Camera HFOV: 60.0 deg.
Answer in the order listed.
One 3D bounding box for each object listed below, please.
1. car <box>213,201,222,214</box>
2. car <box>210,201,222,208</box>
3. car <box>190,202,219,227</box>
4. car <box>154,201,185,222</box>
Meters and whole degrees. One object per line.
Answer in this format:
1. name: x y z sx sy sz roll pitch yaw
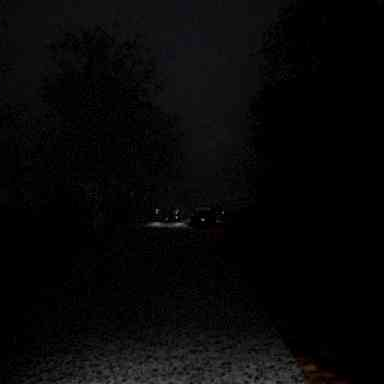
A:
1. car: 2.710 2.000 41.548 1.994 1.385 4.181 0 -1 8
2. car: 5.038 2.600 68.726 1.812 1.442 4.674 0 -1 13
3. car: 0.881 1.687 24.314 1.812 1.442 4.674 0 -1 4
4. car: -1.784 1.547 27.977 2.097 1.767 4.553 0 -1 5
